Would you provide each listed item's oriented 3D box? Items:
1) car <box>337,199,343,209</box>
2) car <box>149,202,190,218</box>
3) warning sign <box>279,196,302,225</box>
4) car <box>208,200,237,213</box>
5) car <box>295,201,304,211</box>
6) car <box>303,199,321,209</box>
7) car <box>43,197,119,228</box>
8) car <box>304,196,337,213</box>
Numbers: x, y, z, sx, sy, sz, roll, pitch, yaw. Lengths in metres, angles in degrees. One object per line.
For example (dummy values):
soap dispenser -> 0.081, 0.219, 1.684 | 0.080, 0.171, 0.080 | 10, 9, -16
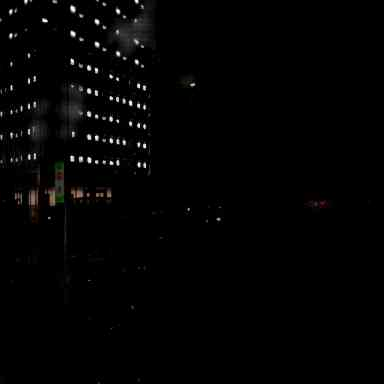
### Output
car -> 21.914, 1.817, 51.071 | 1.882, 1.535, 5.008 | 0, 0, 31
car -> -2.125, 1.714, 32.431 | 1.837, 1.490, 4.892 | 0, 0, 35
warning sign -> 6.804, 1.251, 22.976 | 1.300, 1.860, 1.060 | 0, 0, 34
car -> 3.820, 1.754, 41.165 | 1.882, 1.535, 5.008 | 0, -1, 34
car -> 14.118, 1.900, 44.697 | 1.895, 1.301, 4.718 | 0, -1, 33
car -> 19.136, 1.880, 52.758 | 1.812, 1.442, 4.674 | 0, 0, 31
car -> -7.813, 1.366, 24.113 | 2.150, 2.045, 5.566 | 0, -1, 34
car -> 16.400, 1.502, 42.254 | 2.150, 2.045, 5.566 | 0, -1, 34
